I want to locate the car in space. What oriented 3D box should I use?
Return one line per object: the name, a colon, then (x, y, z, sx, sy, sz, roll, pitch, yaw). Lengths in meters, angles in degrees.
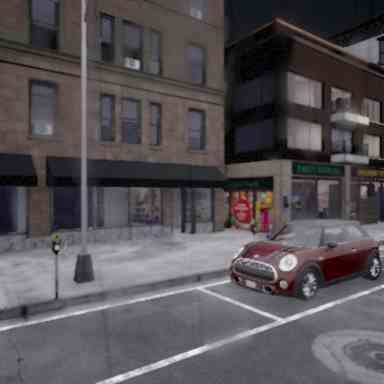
car: (2.877, 1.440, 8.267, 4.097, 1.590, 1.967, 0, 0, -36)
